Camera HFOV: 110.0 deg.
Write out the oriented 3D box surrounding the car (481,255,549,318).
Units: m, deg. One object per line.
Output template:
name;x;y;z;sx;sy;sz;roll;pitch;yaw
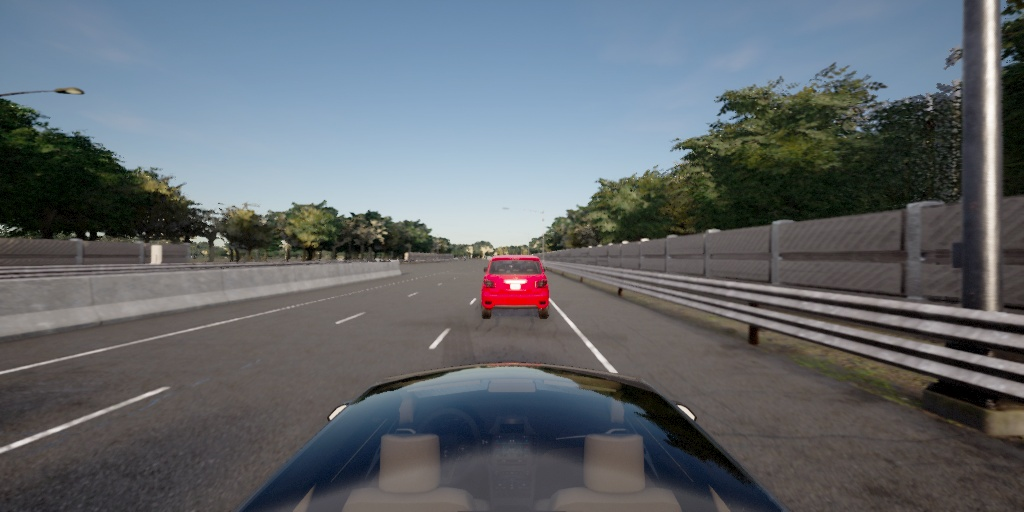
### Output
car;0.101;0.992;13.205;2.150;2.045;5.566;0;0;0
